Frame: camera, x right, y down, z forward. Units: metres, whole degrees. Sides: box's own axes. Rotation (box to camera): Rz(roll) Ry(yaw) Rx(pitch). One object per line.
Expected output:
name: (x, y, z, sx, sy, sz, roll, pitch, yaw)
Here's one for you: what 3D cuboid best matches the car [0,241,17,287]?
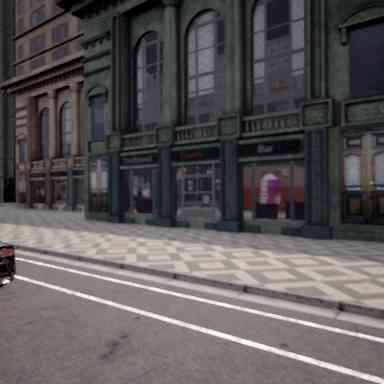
car: (-6.267, 1.497, 8.131, 5.008, 1.535, 1.882, 0, 0, 36)
